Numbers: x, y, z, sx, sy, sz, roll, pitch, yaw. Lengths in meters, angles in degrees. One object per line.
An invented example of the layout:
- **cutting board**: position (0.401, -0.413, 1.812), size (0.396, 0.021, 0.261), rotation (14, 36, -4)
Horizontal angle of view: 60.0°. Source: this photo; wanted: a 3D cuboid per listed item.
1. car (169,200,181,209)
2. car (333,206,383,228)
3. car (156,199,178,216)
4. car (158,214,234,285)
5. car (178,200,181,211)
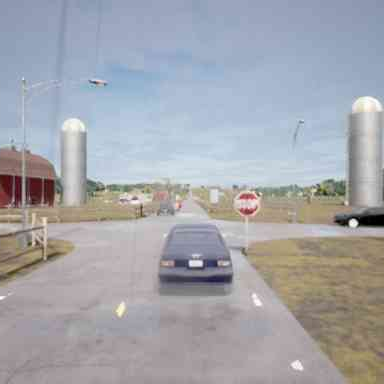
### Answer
- **car**: position (-2.918, 2.151, 58.846), size (1.882, 1.535, 5.008), rotation (0, -1, 0)
- **car**: position (12.701, 1.738, 23.675), size (5.008, 1.535, 1.882), rotation (0, 0, 1)
- **car**: position (-2.903, 1.885, 37.885), size (1.837, 1.490, 4.892), rotation (0, -1, 0)
- **car**: position (0.084, 1.616, 9.724), size (2.033, 1.411, 5.357), rotation (0, 0, 0)
- **car**: position (-2.911, 1.853, 47.584), size (2.097, 1.767, 4.553), rotation (0, -1, 0)
